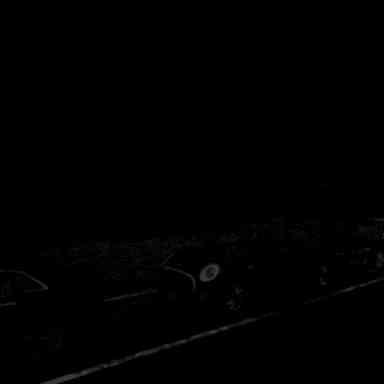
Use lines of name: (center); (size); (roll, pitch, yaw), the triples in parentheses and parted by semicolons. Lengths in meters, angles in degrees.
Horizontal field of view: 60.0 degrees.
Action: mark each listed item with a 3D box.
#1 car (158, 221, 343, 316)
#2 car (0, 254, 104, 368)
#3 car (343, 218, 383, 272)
car: (1.251, 1.440, 7.431); (4.097, 1.590, 1.967); (0, 0, -35)
car: (-3.348, 1.550, 4.151); (4.403, 1.369, 2.008); (0, 0, -35)
car: (5.851, 1.552, 10.711); (4.403, 1.369, 2.008); (0, 0, -35)
